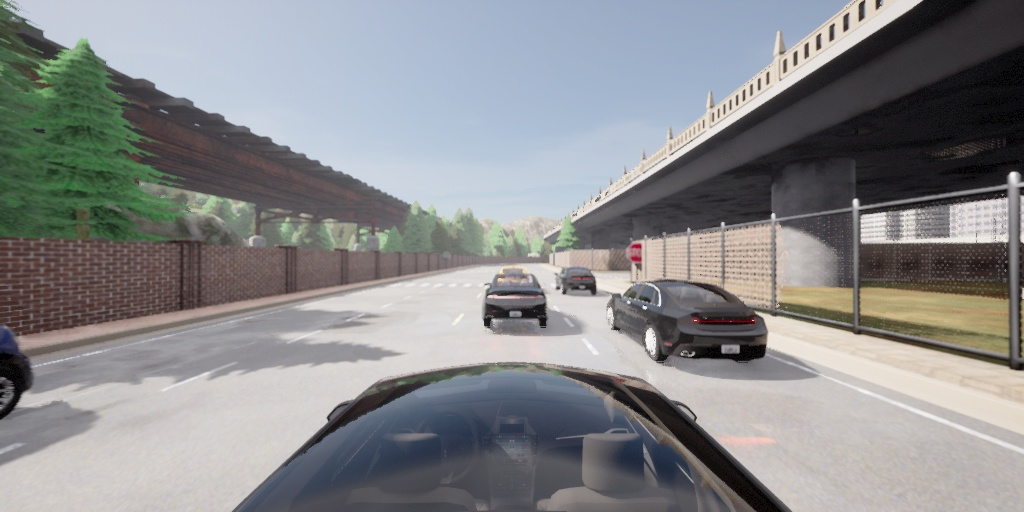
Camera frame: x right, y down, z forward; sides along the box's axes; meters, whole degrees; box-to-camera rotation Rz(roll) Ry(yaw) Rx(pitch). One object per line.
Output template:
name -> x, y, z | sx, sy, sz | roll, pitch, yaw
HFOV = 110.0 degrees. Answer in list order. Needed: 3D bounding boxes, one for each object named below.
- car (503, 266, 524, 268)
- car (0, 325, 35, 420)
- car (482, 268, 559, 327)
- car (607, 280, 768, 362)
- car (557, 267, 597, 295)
car -> 0.095, 1.339, 21.441 | 1.882, 1.535, 5.008 | 0, 0, 1
car -> -7.099, 1.106, 2.495 | 2.097, 1.767, 4.553 | 0, 0, 0
car -> 0.093, 1.296, 11.658 | 2.128, 1.511, 4.902 | 0, 0, 0
car -> 3.601, 1.293, 8.315 | 1.837, 1.490, 4.892 | 0, 0, 0
car -> 3.612, 1.362, 20.803 | 1.837, 1.490, 4.892 | 0, 0, 0
